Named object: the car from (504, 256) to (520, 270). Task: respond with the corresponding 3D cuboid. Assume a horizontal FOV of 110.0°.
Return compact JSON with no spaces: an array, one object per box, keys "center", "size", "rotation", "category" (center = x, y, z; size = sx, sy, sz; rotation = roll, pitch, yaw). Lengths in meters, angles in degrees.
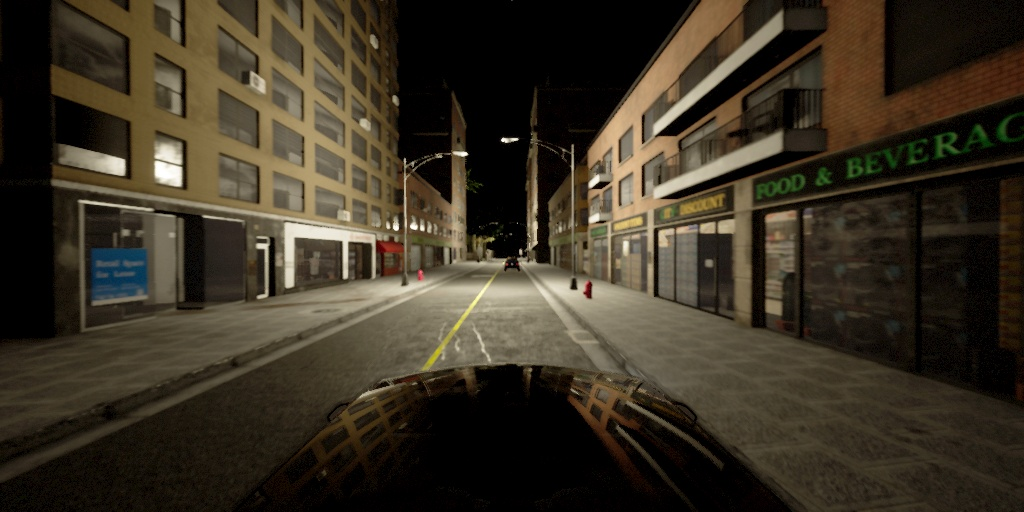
[{"center":[0.008,0.973,43.245],"size":[2.033,1.411,5.357],"rotation":[0,0,0],"category":"car"}]
